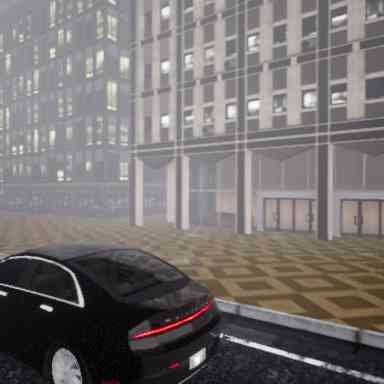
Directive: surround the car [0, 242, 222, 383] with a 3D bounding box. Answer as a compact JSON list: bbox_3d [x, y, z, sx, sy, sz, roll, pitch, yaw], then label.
[{"bbox_3d":[-1.903,1.533,5.004,4.892,1.490,1.837,0,0,36],"label":"car"}]
